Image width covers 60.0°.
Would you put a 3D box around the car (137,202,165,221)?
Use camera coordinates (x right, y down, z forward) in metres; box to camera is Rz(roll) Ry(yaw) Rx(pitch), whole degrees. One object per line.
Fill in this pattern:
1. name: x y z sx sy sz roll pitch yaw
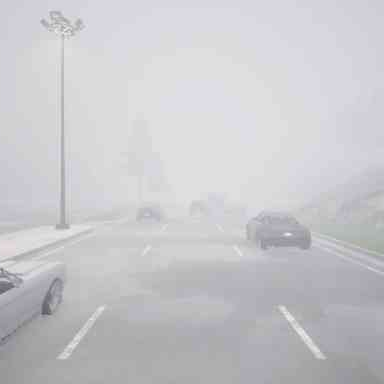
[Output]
1. car: -3.267 1.525 26.944 1.812 1.442 4.674 0 0 2

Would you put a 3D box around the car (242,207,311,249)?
1. car: 3.598 1.564 14.487 1.994 1.385 4.181 0 0 0

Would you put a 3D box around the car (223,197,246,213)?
1. car: 4.884 1.526 36.580 1.812 1.442 4.674 0 0 13

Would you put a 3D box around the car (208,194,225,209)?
1. car: 3.415 1.221 44.497 2.150 2.045 5.566 0 0 16

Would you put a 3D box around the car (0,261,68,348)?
1. car: -3.399 1.600 4.547 1.895 1.301 4.718 0 0 0

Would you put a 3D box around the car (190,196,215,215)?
1. car: 0.930 1.505 34.322 1.837 1.490 4.892 0 0 9
